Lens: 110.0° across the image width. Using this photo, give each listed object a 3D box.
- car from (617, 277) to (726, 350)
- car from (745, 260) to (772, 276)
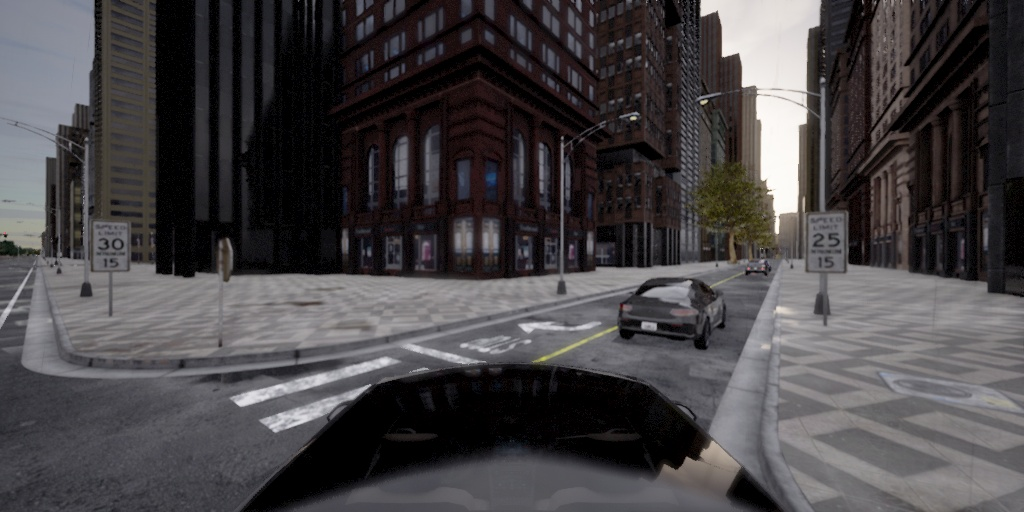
[{"bbox_3d":[4.181,1.260,9.137,1.812,1.442,4.674,0,0,37],"label":"car"},{"bbox_3d":[24.764,1.237,36.217,2.033,1.411,5.357,0,0,37],"label":"car"}]
